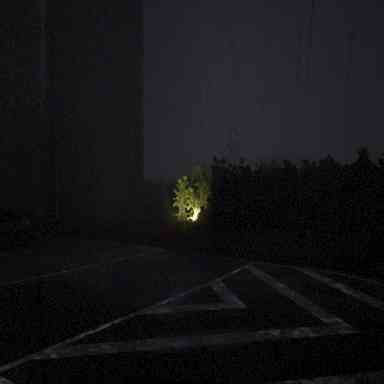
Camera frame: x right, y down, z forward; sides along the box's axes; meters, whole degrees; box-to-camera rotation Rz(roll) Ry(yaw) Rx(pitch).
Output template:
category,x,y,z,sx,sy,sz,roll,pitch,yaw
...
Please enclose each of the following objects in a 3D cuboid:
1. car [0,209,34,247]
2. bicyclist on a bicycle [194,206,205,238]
category,x,y,z,sx,sy,sz,roll,pitch,yaw
car,-8.487,1.483,13.030,1.851,1.617,3.988,0,0,35
bicyclist on a bicycle,0.569,1.515,16.023,0.582,1.620,1.656,-1,4,-39
